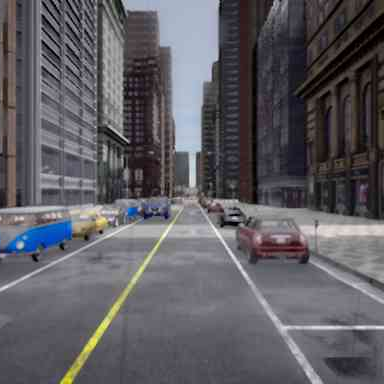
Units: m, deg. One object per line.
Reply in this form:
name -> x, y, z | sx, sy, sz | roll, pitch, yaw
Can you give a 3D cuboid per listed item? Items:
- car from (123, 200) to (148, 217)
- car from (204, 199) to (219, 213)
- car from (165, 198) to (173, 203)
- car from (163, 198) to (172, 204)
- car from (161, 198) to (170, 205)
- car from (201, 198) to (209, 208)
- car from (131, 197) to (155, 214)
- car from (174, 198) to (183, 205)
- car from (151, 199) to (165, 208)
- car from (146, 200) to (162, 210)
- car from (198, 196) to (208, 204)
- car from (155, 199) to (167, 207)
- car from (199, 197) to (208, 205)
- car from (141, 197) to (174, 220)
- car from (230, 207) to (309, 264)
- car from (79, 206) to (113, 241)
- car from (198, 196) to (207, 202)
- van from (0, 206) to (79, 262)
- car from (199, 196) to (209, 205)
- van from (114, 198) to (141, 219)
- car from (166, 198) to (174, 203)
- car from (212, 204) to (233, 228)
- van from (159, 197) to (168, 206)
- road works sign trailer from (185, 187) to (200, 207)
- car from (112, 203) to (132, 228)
car -> -5.811, 1.696, 34.724 | 1.967, 1.590, 4.097 | 0, 0, 0
car -> 2.707, 1.880, 40.377 | 1.802, 1.307, 4.206 | 0, 0, 0
car -> -5.877, 2.224, 85.451 | 1.947, 1.339, 4.313 | 0, 0, 0
car -> -5.870, 2.193, 79.815 | 1.802, 1.307, 4.206 | 0, 0, 0
car -> -5.862, 2.088, 74.009 | 1.752, 1.417, 4.829 | 0, 0, 0
car -> 2.693, 1.966, 51.649 | 1.802, 1.307, 4.206 | 0, 0, 0
car -> -5.819, 1.613, 40.362 | 2.192, 1.841, 5.009 | 0, 0, 0
car -> -3.095, 2.070, 72.797 | 1.994, 1.385, 4.181 | 0, 0, 0
car -> -5.840, 1.978, 57.269 | 2.008, 1.369, 4.403 | 0, 0, 0
car -> -5.832, 1.950, 51.632 | 1.947, 1.339, 4.313 | 0, 0, 0
car -> 2.654, 1.925, 79.831 | 2.192, 1.841, 5.009 | 0, 0, 0
car -> -5.847, 2.054, 62.906 | 1.802, 1.307, 4.206 | 0, 0, 0
car -> 2.685, 2.009, 57.286 | 1.802, 1.307, 4.206 | 0, 0, 0
car -> -3.139, 1.449, 30.859 | 2.150, 2.045, 5.566 | 0, -1, 0
car -> 2.744, 1.528, 12.196 | 1.967, 1.590, 4.097 | 0, 0, 0
car -> -5.788, 1.653, 17.644 | 1.752, 1.417, 4.829 | 0, 0, 0
car -> 2.677, 1.912, 62.922 | 1.967, 1.590, 4.097 | 0, 0, 0
van -> -5.782, 1.429, 12.179 | 1.690, 1.788, 3.998 | 0, 0, 0
car -> 2.661, 1.878, 74.194 | 2.192, 1.841, 5.009 | 0, 0, 0
van -> -5.804, 1.554, 29.088 | 1.690, 1.788, 3.998 | 0, 0, 0
car -> -5.884, 2.273, 91.087 | 1.947, 1.339, 4.313 | 0, 0, 0
car -> 2.729, 1.736, 23.468 | 1.947, 1.339, 4.313 | 0, 0, 0
van -> -5.856, 1.859, 68.544 | 1.690, 1.788, 3.998 | 0, 0, 0
road works sign trailer -> -0.077, 0.907, 59.180 | 2.380, 3.560, 2.880 | 0, 0, 0
car -> -5.796, 1.722, 23.450 | 2.008, 1.369, 4.403 | 0, 0, 0
